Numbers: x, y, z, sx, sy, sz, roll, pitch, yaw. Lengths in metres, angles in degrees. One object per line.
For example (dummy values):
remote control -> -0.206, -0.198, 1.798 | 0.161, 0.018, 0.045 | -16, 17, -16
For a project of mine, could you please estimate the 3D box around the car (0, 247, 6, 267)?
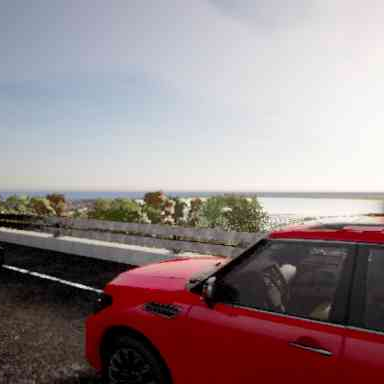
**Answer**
car -> -7.055, 1.601, 8.947 | 4.718, 1.301, 1.895 | 0, 0, 36

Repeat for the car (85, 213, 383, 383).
car -> 1.454, 1.223, 2.962 | 5.566, 2.045, 2.150 | 0, 0, 36
